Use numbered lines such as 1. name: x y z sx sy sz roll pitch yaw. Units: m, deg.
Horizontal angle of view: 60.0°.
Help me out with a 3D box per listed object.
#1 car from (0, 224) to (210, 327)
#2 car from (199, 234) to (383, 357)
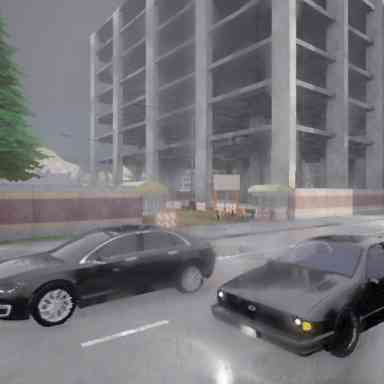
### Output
1. car: -1.659 1.505 7.161 4.892 1.490 1.837 0 0 -38
2. car: 2.893 1.547 6.249 5.357 1.411 2.033 0 0 -38
